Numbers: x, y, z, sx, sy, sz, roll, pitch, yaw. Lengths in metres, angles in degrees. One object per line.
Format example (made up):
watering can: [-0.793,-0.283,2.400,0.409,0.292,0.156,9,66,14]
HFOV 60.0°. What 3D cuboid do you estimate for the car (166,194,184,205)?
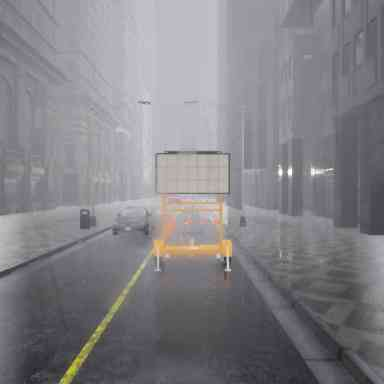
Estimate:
car: [-3.023,1.275,58.568,2.150,2.045,5.566,0,0,0]

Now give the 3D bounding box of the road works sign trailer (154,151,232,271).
road works sign trailer: [0.024,0.467,10.883,2.380,3.560,2.880,0,0,0]

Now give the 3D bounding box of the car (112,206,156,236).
car: [-3.097,1.535,18.515,1.812,1.442,4.674,0,0,0]
